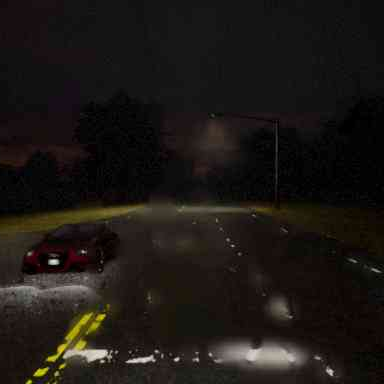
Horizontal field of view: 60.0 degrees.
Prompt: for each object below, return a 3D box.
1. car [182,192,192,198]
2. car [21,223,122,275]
[{"bbox_3d":[-1.117,0.751,81.290,1.837,1.490,4.892,0,1,8],"label":"car"},{"bbox_3d":[-3.533,1.675,10.493,1.994,1.385,4.181,-2,-2,0],"label":"car"}]
